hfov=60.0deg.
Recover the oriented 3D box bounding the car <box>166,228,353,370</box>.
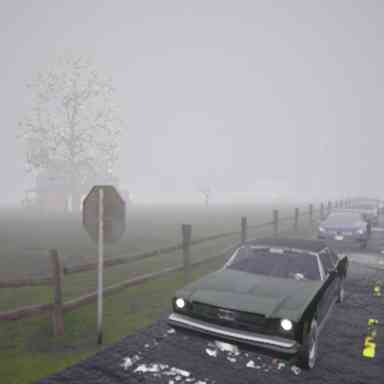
[{"bbox_3d":[1.559,1.593,5.991,1.895,1.301,4.718,0,0,31],"label":"car"}]

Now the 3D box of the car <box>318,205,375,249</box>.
[{"bbox_3d":[6.877,1.503,14.805,1.812,1.442,4.674,0,0,31],"label":"car"}]

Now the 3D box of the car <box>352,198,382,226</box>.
[{"bbox_3d":[11.955,1.465,23.233,1.837,1.490,4.892,0,1,31],"label":"car"}]

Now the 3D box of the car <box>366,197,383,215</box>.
[{"bbox_3d":[17.905,1.295,33.029,2.097,1.767,4.553,0,0,31],"label":"car"}]
